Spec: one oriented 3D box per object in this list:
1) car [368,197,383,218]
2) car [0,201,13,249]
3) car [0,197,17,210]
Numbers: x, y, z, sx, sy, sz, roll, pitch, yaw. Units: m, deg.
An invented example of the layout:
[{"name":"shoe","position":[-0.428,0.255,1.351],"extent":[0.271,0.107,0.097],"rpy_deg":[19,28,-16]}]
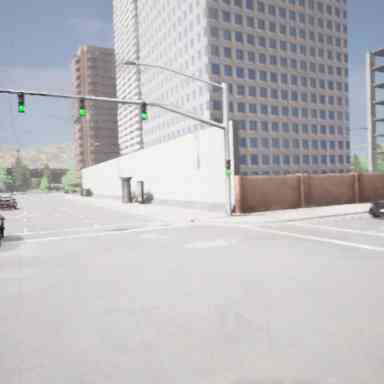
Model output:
[{"name":"car","position":[11.454,0.663,17.807],"extent":[4.181,1.385,1.994],"rpy_deg":[-3,2,-27]},{"name":"car","position":[-8.630,1.394,13.351],"extent":[2.128,1.511,4.902],"rpy_deg":[-3,2,-27]},{"name":"car","position":[-20.225,1.226,36.319],"extent":[1.994,1.385,4.181],"rpy_deg":[-3,2,-27]}]
